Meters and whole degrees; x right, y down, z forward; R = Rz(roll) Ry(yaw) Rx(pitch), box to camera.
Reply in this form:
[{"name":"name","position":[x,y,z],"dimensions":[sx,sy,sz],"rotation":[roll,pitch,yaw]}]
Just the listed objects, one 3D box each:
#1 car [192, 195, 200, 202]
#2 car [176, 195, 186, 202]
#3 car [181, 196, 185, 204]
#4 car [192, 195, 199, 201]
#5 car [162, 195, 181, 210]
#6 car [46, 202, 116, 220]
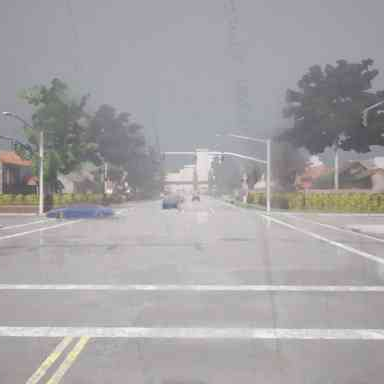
[{"name":"car","position":[0.964,1.500,79.081],"dimensions":[1.837,1.490,4.892],"rotation":[0,0,0]},{"name":"car","position":[-2.542,1.539,78.263],"dimensions":[2.033,1.411,5.357],"rotation":[0,0,0]},{"name":"car","position":[-2.704,1.350,62.886],"dimensions":[2.097,1.767,4.553],"rotation":[0,0,1]},{"name":"car","position":[1.032,1.514,89.479],"dimensions":[1.812,1.442,4.674],"rotation":[0,0,0]},{"name":"car","position":[-2.866,1.477,44.141],"dimensions":[1.882,1.535,5.008],"rotation":[0,0,0]},{"name":"car","position":[-9.008,1.547,27.384],"dimensions":[5.357,1.411,2.033],"rotation":[0,0,-10]}]
